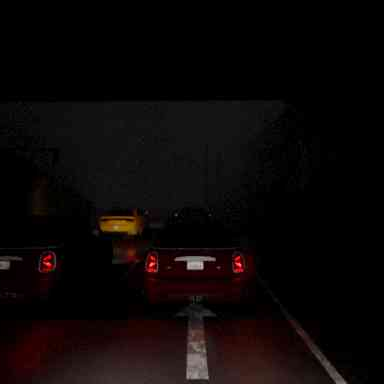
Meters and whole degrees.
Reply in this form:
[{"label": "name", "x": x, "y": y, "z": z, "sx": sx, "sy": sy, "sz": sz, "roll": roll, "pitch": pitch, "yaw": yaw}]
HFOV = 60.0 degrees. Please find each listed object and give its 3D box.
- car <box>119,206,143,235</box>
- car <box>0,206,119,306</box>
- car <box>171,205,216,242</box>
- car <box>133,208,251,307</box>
[{"label": "car", "x": -3.431, "y": 1.459, "z": 17.529, "sx": 1.882, "sy": 1.535, "sz": 5.008, "roll": 0, "pitch": 0, "yaw": 0}, {"label": "car", "x": -3.427, "y": 1.343, "z": 8.148, "sx": 2.097, "sy": 1.767, "sz": 4.553, "roll": 0, "pitch": 0, "yaw": 0}, {"label": "car", "x": 0.070, "y": 1.529, "z": 17.639, "sx": 2.033, "sy": 1.411, "sz": 5.357, "roll": 0, "pitch": 0, "yaw": 0}, {"label": "car", "x": 0.067, "y": 1.343, "z": 8.112, "sx": 2.097, "sy": 1.767, "sz": 4.553, "roll": 0, "pitch": 0, "yaw": 0}]
